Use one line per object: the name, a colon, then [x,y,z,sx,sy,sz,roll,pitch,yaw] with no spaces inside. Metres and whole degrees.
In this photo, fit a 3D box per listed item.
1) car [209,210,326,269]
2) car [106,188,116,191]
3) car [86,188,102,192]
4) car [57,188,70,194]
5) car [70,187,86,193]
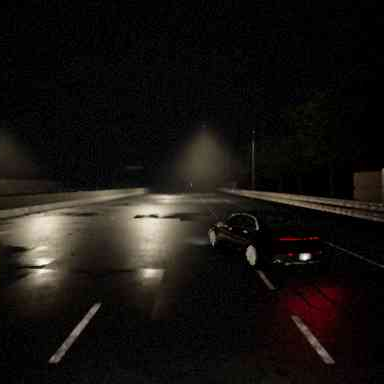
car: [2.033,1.335,10.429,1.837,1.490,4.892,0,0,-17]
car: [-17.980,-0.199,74.369,1.994,1.385,4.181,0,1,-1]
car: [-21.480,-0.198,74.339,1.994,1.385,4.181,0,1,-1]
car: [-28.479,-0.225,74.276,2.128,1.511,4.902,0,1,-1]
car: [-24.980,-0.251,74.306,1.837,1.490,4.892,0,1,-1]
